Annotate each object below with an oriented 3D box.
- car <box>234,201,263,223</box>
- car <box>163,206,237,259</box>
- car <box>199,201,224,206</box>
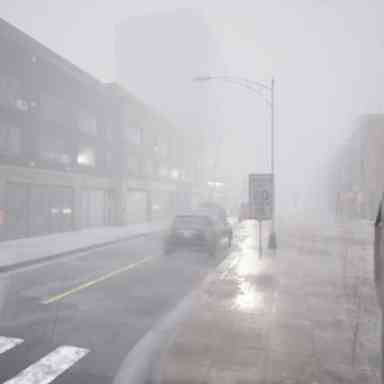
[{"bbox_3d":[6.018,1.964,33.767,2.150,2.045,5.566,0,-1,16],"label":"car"},{"bbox_3d":[0.418,1.653,14.283,2.097,1.767,4.553,0,-1,16],"label":"car"},{"bbox_3d":[1.622,1.834,29.136,2.150,2.045,5.566,0,-1,16],"label":"car"}]
